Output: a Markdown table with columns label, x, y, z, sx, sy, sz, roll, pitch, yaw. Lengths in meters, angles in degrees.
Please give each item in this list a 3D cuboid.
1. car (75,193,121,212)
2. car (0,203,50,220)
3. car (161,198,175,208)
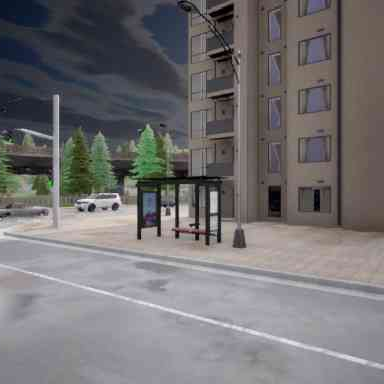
| label | x | y | z | sx | sy | sz | roll | pitch | yaw |
| --- | --- | --- | --- | --- | --- | --- | --- | --- | --- |
| car | -10.738 | 1.177 | 38.480 | 2.150 | 2.045 | 5.566 | 0 | 0 | 37 |
| car | -14.308 | 1.555 | 27.477 | 1.895 | 1.301 | 4.718 | 0 | 0 | 36 |
| car | -4.237 | 1.503 | 46.447 | 2.033 | 1.411 | 5.357 | 0 | 0 | 44 |
